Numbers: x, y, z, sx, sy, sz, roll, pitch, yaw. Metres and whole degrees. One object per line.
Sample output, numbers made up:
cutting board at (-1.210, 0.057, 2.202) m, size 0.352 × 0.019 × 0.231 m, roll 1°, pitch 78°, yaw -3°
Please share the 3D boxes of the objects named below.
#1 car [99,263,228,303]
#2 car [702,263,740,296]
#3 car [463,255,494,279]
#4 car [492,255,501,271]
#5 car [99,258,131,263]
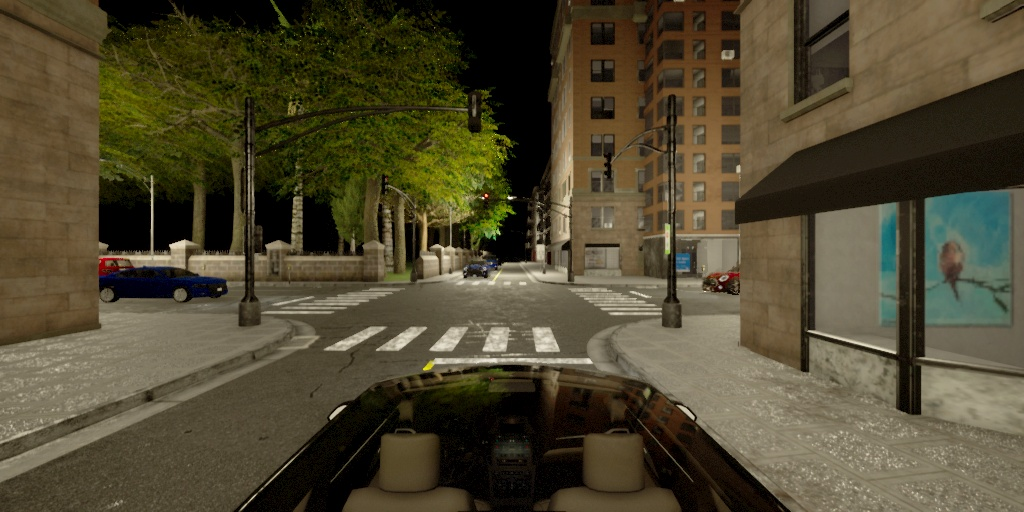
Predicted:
car at (-15.473, 1.208, 15.908) m, size 5.008 × 1.535 × 1.882 m, roll 0°, pitch 0°, yaw 0°
car at (12.507, 1.111, 18.733) m, size 4.553 × 1.767 × 2.097 m, roll 0°, pitch 0°, yaw 1°
car at (-3.093, 1.075, 32.213) m, size 2.097 × 1.767 × 4.553 m, roll 0°, pitch 0°, yaw 1°
car at (-3.029, 0.907, 48.871) m, size 2.150 × 2.045 × 5.566 m, roll 0°, pitch 0°, yaw 0°
car at (-25.925, 1.028, 21.825) m, size 5.009 × 1.841 × 2.192 m, roll 0°, pitch 0°, yaw 1°
